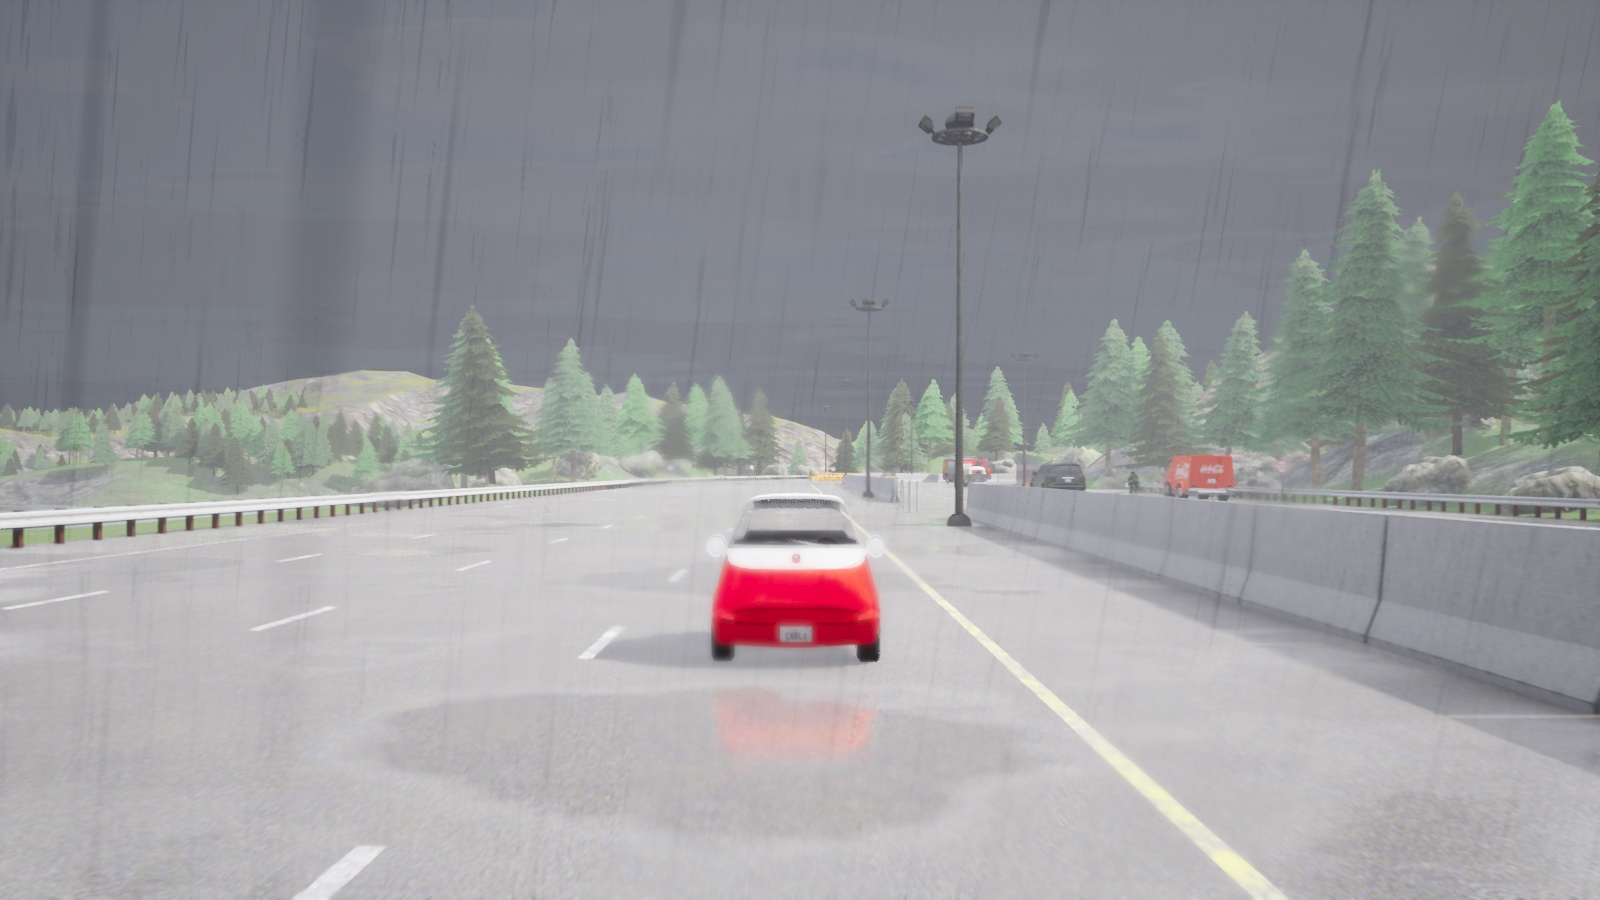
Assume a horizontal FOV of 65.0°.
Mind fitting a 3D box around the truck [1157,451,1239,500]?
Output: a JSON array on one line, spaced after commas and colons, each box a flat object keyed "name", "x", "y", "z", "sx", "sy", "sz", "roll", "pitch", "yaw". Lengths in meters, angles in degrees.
[{"name": "truck", "x": 20.843, "y": 1.346, "z": 66.100, "sx": 2.627, "sy": 2.467, "sz": 5.204, "roll": 0, "pitch": -1, "yaw": 0}]

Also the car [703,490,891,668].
[{"name": "car", "x": -0.025, "y": 1.054, "z": 11.013, "sx": 1.481, "sy": 1.376, "sz": 2.207, "roll": 0, "pitch": -1, "yaw": 0}]

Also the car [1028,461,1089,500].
[{"name": "car", "x": 13.841, "y": 1.610, "z": 67.543, "sx": 2.150, "sy": 2.045, "sz": 5.566, "roll": 0, "pitch": -1, "yaw": 0}]
